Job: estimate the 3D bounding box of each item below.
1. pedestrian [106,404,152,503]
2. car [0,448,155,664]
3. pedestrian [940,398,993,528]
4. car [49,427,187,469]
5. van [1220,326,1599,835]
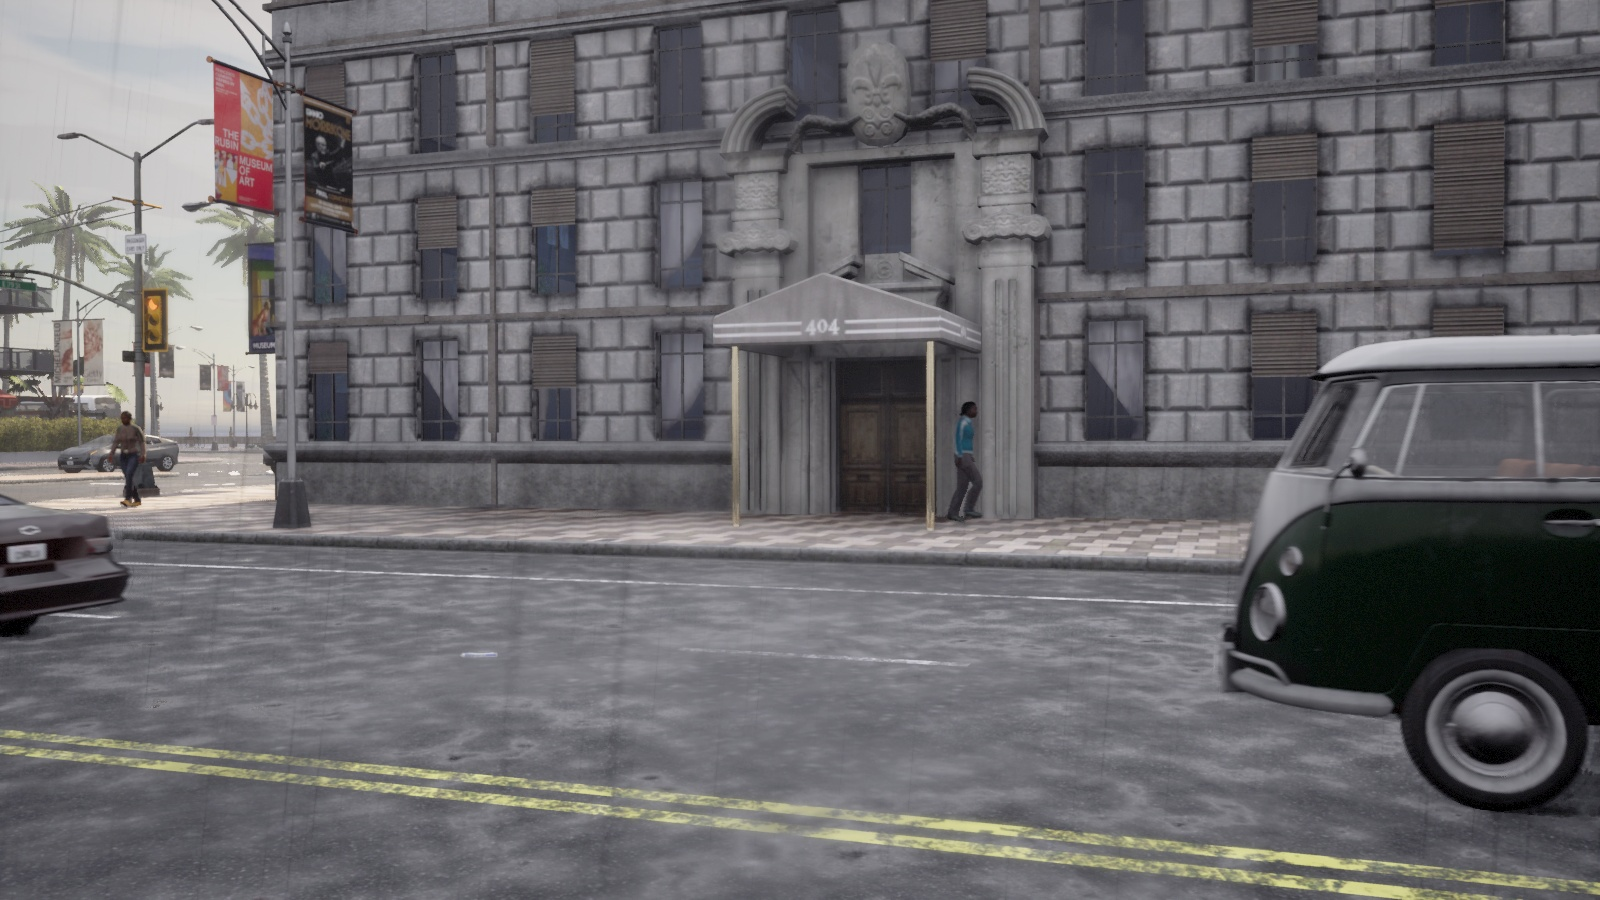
[{"bbox_3d":[-12.487,0.062,23.382,0.328,1.805,0.869,0,1,6],"label":"pedestrian"},{"bbox_3d":[-7.790,0.693,9.461,5.357,1.411,2.033,1,1,18],"label":"car"},{"bbox_3d":[2.514,0.189,18.953,0.692,1.930,0.396,1,1,22],"label":"pedestrian"},{"bbox_3d":[-26.233,-0.102,48.491,2.007,1.525,4.514,1,1,19],"label":"car"},{"bbox_3d":[4.185,0.507,5.471,4.442,1.987,1.775,1,1,19],"label":"van"}]
